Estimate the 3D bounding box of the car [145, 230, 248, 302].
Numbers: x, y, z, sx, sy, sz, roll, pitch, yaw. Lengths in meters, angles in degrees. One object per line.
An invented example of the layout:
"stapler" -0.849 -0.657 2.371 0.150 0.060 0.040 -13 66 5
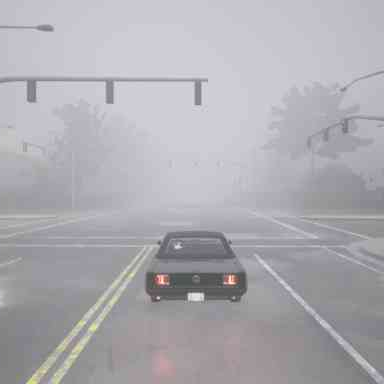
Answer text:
"car" 0.065 1.601 8.208 1.895 1.301 4.718 0 0 0
